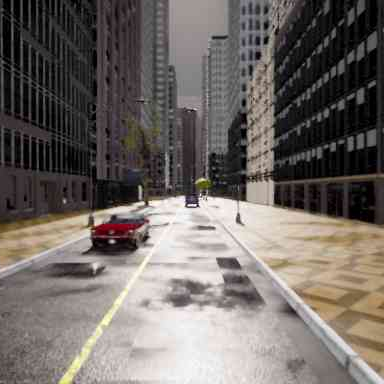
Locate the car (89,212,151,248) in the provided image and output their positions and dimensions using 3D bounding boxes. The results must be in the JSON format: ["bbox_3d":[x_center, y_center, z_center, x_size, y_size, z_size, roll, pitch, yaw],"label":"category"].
[{"bbox_3d":[-3.039,1.600,14.904,1.895,1.301,4.718,0,0,1],"label":"car"}]

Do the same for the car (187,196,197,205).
[{"bbox_3d":[0.011,1.507,61.310,1.882,1.535,5.008,0,0,0],"label":"car"}]

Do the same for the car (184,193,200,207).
[{"bbox_3d":[0.009,1.239,50.925,2.150,2.045,5.566,0,0,0],"label":"car"}]
